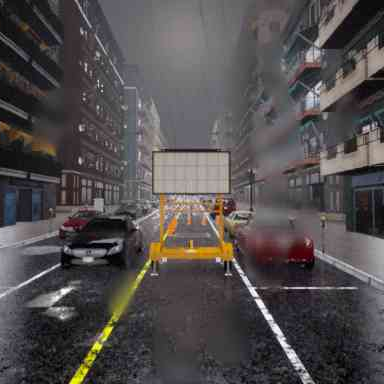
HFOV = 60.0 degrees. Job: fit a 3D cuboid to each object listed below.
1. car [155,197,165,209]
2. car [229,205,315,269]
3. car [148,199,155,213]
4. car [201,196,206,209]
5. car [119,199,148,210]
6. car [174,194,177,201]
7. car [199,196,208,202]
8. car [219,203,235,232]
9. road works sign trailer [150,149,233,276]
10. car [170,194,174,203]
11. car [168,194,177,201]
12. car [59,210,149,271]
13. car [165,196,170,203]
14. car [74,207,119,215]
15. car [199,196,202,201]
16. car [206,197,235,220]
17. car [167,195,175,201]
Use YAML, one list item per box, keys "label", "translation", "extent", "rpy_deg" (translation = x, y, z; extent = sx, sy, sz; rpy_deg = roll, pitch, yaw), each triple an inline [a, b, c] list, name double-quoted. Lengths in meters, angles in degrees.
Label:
- label: "car"
  translation: [-5.274, 1.583, 45.293]
  extent: [2.008, 1.369, 4.403]
  rpy_deg: [2, 0, 0]
- label: "car"
  translation: [2.597, 1.448, 11.298]
  extent: [1.967, 1.590, 4.097]
  rpy_deg: [2, 0, 0]
- label: "car"
  translation: [-5.274, 1.464, 33.964]
  extent: [1.967, 1.590, 4.097]
  rpy_deg: [2, 0, 0]
- label: "car"
  translation: [2.607, 1.558, 45.455]
  extent: [1.752, 1.417, 4.829]
  rpy_deg: [2, 0, 0]
- label: "car"
  translation: [-5.281, 1.585, 28.299]
  extent: [1.947, 1.339, 4.313]
  rpy_deg: [2, 0, 0]
- label: "car"
  translation: [-5.261, 1.588, 79.109]
  extent: [1.752, 1.417, 4.829]
  rpy_deg: [2, 0, 0]
- label: "car"
  translation: [2.618, 1.613, 79.271]
  extent: [2.008, 1.369, 4.403]
  rpy_deg: [2, 0, 0]
- label: "car"
  translation: [2.596, 1.537, 17.132]
  extent: [1.752, 1.417, 4.829]
  rpy_deg: [2, 0, 0]
- label: "road works sign trailer"
  translation: [-0.019, 0.471, 10.373]
  extent: [2.380, 3.560, 2.880]
  rpy_deg: [0, 0, 0]
- label: "car"
  translation: [-5.266, 1.595, 67.952]
  extent: [1.887, 1.381, 4.507]
  rpy_deg: [2, 0, 0]
- label: "car"
  translation: [-5.250, 1.391, 90.609]
  extent: [2.192, 1.841, 5.009]
  rpy_deg: [2, 0, 0]
- label: "car"
  translation: [-2.747, 1.533, 11.126]
  extent: [1.812, 1.442, 4.674]
  rpy_deg: [0, 0, 0]
- label: "car"
  translation: [-5.270, 1.586, 56.622]
  extent: [1.887, 1.381, 4.507]
  rpy_deg: [2, 0, 0]
- label: "car"
  translation: [-5.285, 1.593, 16.970]
  extent: [1.802, 1.307, 4.206]
  rpy_deg: [2, 0, 0]
- label: "car"
  translation: [2.609, 1.607, 56.614]
  extent: [1.947, 1.339, 4.313]
  rpy_deg: [2, 0, 0]
- label: "car"
  translation: [2.607, 1.334, 28.291]
  extent: [2.192, 1.841, 5.009]
  rpy_deg: [2, 0, 0]
- label: "car"
  translation: [-5.259, 1.594, 84.773]
  extent: [1.752, 1.417, 4.829]
  rpy_deg: [2, 0, 0]
